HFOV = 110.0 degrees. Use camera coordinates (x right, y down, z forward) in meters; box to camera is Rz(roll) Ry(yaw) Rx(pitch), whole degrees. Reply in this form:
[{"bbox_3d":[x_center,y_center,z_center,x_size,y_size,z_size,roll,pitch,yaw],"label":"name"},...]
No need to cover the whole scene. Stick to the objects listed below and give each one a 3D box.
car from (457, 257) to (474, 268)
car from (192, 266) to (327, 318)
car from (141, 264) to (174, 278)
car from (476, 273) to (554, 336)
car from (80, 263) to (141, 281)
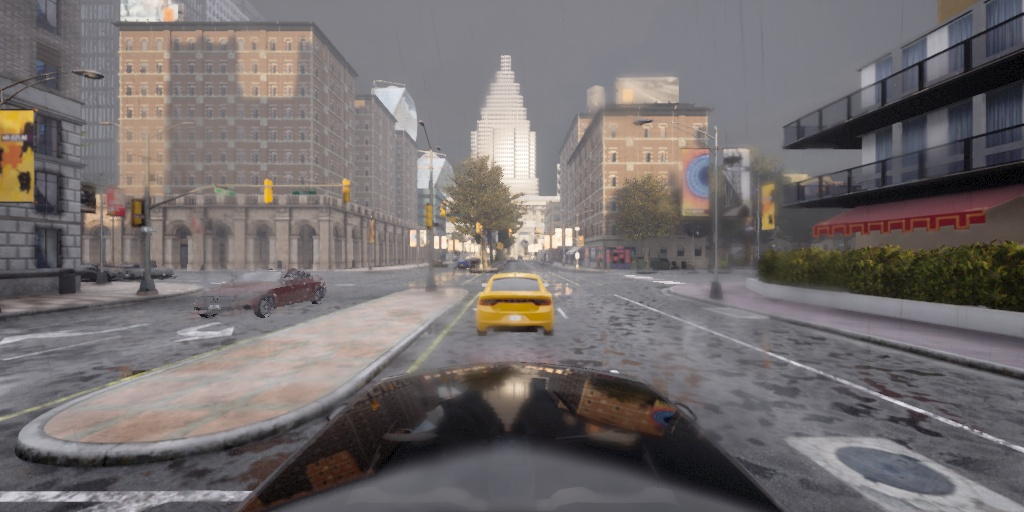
[{"bbox_3d":[-7.994,1.220,59.845,1.882,1.535,5.008,0,0,0],"label":"car"},{"bbox_3d":[-7.987,1.088,11.963,1.812,1.442,4.674,0,0,0],"label":"car"},{"bbox_3d":[-33.695,1.346,32.451,4.718,1.301,1.895,0,0,0],"label":"car"},{"bbox_3d":[0.092,1.226,10.455,1.882,1.535,5.008,0,0,0],"label":"car"},{"bbox_3d":[-33.413,1.273,28.953,4.674,1.442,1.812,0,0,0],"label":"car"}]
